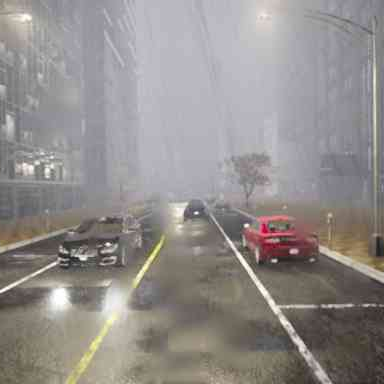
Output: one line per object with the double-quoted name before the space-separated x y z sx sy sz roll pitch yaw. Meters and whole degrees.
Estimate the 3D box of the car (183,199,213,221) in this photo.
"car" 0.348 1.498 26.300 1.994 1.385 4.181 -1 0 1

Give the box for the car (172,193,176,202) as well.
"car" -5.076 1.221 67.763 2.192 1.841 5.009 -1 0 1

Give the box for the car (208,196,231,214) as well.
"car" 3.004 1.427 33.860 2.008 1.369 4.403 -1 0 1

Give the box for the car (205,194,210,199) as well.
"car" 3.157 1.381 50.788 2.008 1.369 4.403 -1 0 1

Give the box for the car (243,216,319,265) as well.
"car" 2.800 1.478 11.290 1.887 1.381 4.507 -1 0 1

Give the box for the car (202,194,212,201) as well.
"car" 3.357 1.206 73.357 1.967 1.590 4.097 -1 0 1

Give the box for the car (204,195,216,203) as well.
"car" 3.258 1.349 62.073 2.008 1.369 4.403 -1 0 1

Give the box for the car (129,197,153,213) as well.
"car" -5.378 1.525 33.747 1.752 1.417 4.829 -1 0 1

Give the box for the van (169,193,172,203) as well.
"van" -5.127 1.263 62.122 1.690 1.788 3.998 -1 0 1

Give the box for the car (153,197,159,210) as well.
"car" -5.324 1.566 39.558 1.802 1.307 4.206 -1 0 1

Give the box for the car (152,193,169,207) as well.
"car" -5.229 1.268 50.840 2.192 1.841 5.009 -1 0 1

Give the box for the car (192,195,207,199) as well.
"car" 0.483 1.457 41.839 1.994 1.385 4.181 -1 0 1

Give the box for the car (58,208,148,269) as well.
"car" -2.882 1.522 11.316 1.837 1.490 4.892 -1 0 1
